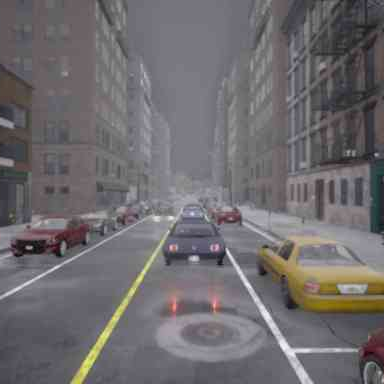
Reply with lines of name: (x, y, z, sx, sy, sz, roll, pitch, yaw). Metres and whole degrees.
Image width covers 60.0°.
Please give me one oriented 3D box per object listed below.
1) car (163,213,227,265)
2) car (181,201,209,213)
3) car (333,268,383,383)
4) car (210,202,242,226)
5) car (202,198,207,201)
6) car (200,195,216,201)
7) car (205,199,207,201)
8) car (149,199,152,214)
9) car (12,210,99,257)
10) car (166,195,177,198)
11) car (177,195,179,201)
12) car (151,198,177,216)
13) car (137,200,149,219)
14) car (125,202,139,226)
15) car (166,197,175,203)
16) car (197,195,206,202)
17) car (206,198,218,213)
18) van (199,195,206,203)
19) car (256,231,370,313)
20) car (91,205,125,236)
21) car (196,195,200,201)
car: (0.075, 1.666, 11.931, 1.895, 1.301, 4.718, 0, 0, 0)
car: (0.071, 1.693, 27.127, 2.033, 1.411, 5.357, 0, 0, 0)
car: (2.636, 1.593, 1.916, 1.802, 1.307, 4.206, 0, 0, 0)
car: (2.624, 1.677, 24.645, 1.887, 1.381, 4.507, 0, 0, 0)
car: (2.616, 1.772, 41.692, 2.008, 1.369, 4.403, 0, 0, 0)
car: (2.613, 1.566, 47.376, 2.192, 1.841, 5.009, 0, 0, 0)
car: (2.618, 1.737, 36.010, 1.887, 1.381, 4.507, 0, 0, 0)
car: (-5.407, 1.632, 36.006, 1.967, 1.590, 4.097, 0, 0, 0)
car: (-5.395, 1.617, 13.277, 1.887, 1.381, 4.507, 0, 0, 0)
car: (-5.460, 1.735, 79.930, 2.192, 1.841, 5.009, 0, 0, 0)
car: (-5.461, 2.027, 90.936, 2.008, 1.369, 4.403, 0, 0, 0)
car: (-2.862, 1.693, 35.388, 1.837, 1.490, 4.892, 0, 0, 0)
car: (-5.404, 1.728, 30.323, 1.947, 1.339, 4.313, 0, 0, 0)
car: (-5.401, 1.677, 24.641, 1.887, 1.381, 4.507, 0, 0, 0)
car: (-5.460, 2.014, 85.432, 1.947, 1.339, 4.313, 0, 0, 0)
car: (2.640, 1.791, 90.943, 2.192, 1.841, 5.009, 0, 0, 0)
car: (2.621, 1.602, 30.329, 1.967, 1.590, 4.097, 0, 0, 0)
van: (2.648, 1.789, 85.438, 1.690, 1.788, 3.998, 0, 0, 0)
car: (2.633, 1.568, 7.769, 1.752, 1.417, 4.829, 0, 0, 0)
car: (-5.398, 1.653, 18.959, 2.008, 1.369, 4.403, 0, 0, 0)
car: (2.662, 1.706, 74.431, 2.192, 1.841, 5.009, 0, 0, 0)
